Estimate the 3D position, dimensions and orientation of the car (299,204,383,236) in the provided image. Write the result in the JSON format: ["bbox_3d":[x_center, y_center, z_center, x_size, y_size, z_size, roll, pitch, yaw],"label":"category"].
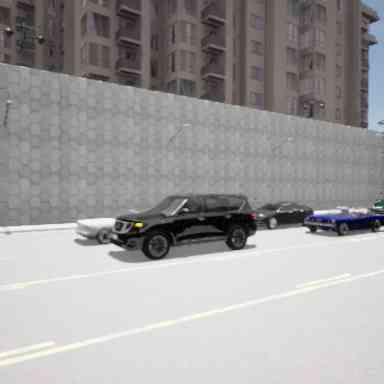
[{"bbox_3d":[8.071,1.459,17.426,4.718,1.301,1.895,0,1,-33],"label":"car"}]

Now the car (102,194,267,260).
[{"bbox_3d":[-0.137,1.091,12.171,5.566,2.045,2.150,0,1,-33],"label":"car"}]

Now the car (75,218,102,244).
[{"bbox_3d":[-2.637,1.431,14.736,4.718,1.301,1.895,0,1,-33],"label":"car"}]

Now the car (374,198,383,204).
[{"bbox_3d":[16.262,1.161,26.808,4.553,1.767,2.097,0,0,-32],"label":"car"}]

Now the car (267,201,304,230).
[{"bbox_3d":[5.211,1.324,19.754,4.892,1.490,1.837,0,1,-33],"label":"car"}]
